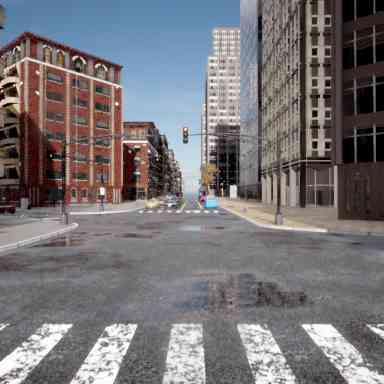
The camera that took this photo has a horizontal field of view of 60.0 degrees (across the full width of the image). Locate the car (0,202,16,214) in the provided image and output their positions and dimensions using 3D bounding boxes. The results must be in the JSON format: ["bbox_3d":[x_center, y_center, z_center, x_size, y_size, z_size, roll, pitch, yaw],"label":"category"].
[{"bbox_3d":[-21.141,1.790,36.459,4.718,1.301,1.895,-1,-1,41],"label":"car"}]

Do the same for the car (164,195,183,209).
[{"bbox_3d":[-2.807,1.537,45.974,2.128,1.511,4.902,0,0,2],"label":"car"}]

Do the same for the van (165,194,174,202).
[{"bbox_3d":[-5.302,1.474,79.099,1.690,1.788,3.998,0,0,0],"label":"van"}]

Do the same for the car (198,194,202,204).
[{"bbox_3d":[2.576,1.644,67.993,1.887,1.381,4.507,0,0,0],"label":"car"}]

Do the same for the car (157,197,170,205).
[{"bbox_3d":[-5.305,1.650,62.443,1.947,1.339,4.313,0,0,0],"label":"car"}]

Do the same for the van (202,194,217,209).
[{"bbox_3d":[2.575,1.386,45.784,1.690,1.788,3.998,0,0,0],"label":"van"}]

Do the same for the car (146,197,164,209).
[{"bbox_3d":[-5.306,1.570,45.615,1.752,1.417,4.829,0,0,0],"label":"car"}]

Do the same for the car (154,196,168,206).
[{"bbox_3d":[-5.305,1.510,56.891,1.967,1.590,4.097,0,0,0],"label":"car"}]

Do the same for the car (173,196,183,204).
[{"bbox_3d":[-2.766,1.621,66.428,1.812,1.442,4.674,0,0,1],"label":"car"}]
